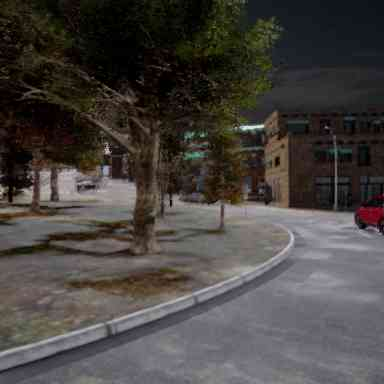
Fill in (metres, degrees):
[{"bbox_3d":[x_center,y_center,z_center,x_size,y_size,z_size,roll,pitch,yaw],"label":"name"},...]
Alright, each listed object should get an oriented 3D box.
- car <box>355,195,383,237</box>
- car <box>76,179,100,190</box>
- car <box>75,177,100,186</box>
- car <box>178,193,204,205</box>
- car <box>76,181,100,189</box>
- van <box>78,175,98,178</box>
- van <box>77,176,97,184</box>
[{"bbox_3d":[10.684,1.183,17.800,2.150,2.045,5.566,0,0,8],"label":"car"},{"bbox_3d":[-22.198,-1.365,71.282,4.892,1.521,2.231,-2,6,-38],"label":"car"},{"bbox_3d":[-25.968,-2.695,82.773,5.566,2.045,2.435,-2,6,-38],"label":"car"},{"bbox_3d":[0.740,0.829,43.345,5.357,1.411,2.033,3,2,39],"label":"car"},{"bbox_3d":[-23.130,-1.596,74.169,4.674,1.452,2.002,-2,6,-38],"label":"car"},{"bbox_3d":[-24.918,-2.404,79.988,4.442,1.987,1.878,-2,6,-38],"label":"van"},{"bbox_3d":[-27.925,-3.208,88.489,4.442,1.987,1.878,-2,6,-38],"label":"van"}]
